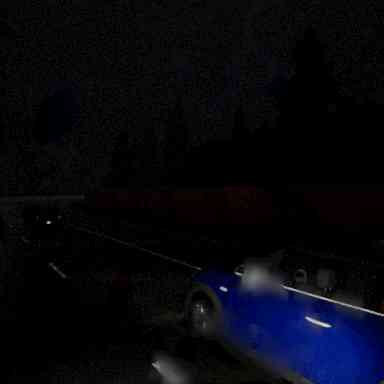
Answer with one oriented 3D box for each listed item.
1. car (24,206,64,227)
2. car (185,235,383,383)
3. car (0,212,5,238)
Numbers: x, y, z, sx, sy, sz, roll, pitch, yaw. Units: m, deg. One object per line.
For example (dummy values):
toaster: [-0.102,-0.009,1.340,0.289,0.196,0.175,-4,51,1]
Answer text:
car: [-10.122,1.600,22.493,1.895,1.301,4.718,0,0,-33]
car: [1.785,1.352,4.295,2.097,1.767,4.553,0,0,-33]
car: [-10.808,1.492,17.146,2.128,1.511,4.902,0,0,-33]
